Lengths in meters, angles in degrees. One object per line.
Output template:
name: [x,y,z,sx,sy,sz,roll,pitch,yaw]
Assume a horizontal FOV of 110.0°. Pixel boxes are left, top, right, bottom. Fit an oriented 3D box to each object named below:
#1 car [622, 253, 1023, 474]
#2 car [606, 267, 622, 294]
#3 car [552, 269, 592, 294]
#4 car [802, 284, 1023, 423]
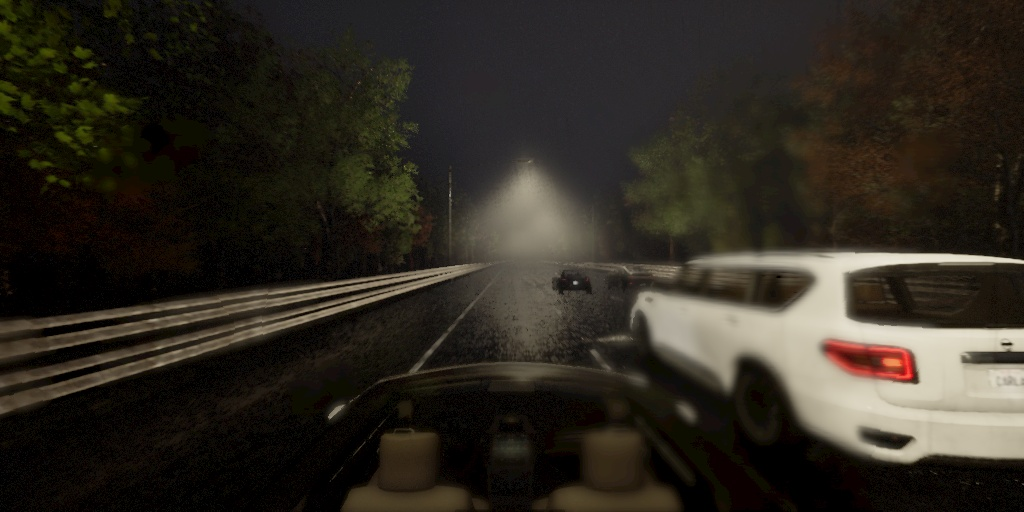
car: [3.599,1.003,5.276,2.150,2.045,5.566,0,-1,0]
car: [7.104,1.421,21.726,2.128,1.511,4.902,0,-1,0]
car: [3.604,1.497,22.084,1.994,1.385,4.181,0,-1,0]
car: [7.099,1.307,5.309,1.812,1.442,4.674,0,-1,0]
